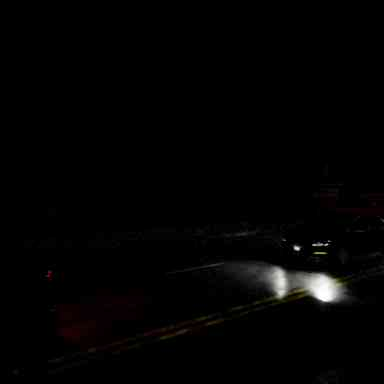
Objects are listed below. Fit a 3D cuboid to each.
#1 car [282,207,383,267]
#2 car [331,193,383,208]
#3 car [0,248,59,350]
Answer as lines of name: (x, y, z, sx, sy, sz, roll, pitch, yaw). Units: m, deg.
car: (5.103, 1.439, 11.280, 4.892, 1.490, 1.837, 0, 0, -35)
car: (9.212, 1.111, 18.236, 5.566, 2.045, 2.150, -1, 0, -35)
car: (-4.436, 1.513, 4.511, 4.892, 1.490, 1.837, 0, 0, -35)
